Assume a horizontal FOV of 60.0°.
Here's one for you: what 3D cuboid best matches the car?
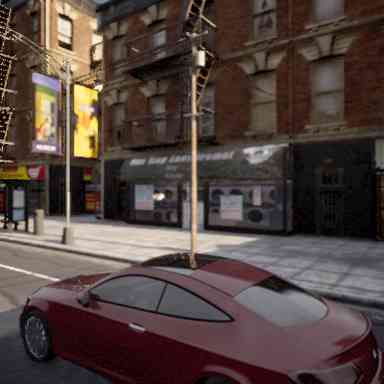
[{"bbox_3d":[-0.265,1.525,4.180,4.674,1.442,1.812,0,0,35],"label":"car"}]
